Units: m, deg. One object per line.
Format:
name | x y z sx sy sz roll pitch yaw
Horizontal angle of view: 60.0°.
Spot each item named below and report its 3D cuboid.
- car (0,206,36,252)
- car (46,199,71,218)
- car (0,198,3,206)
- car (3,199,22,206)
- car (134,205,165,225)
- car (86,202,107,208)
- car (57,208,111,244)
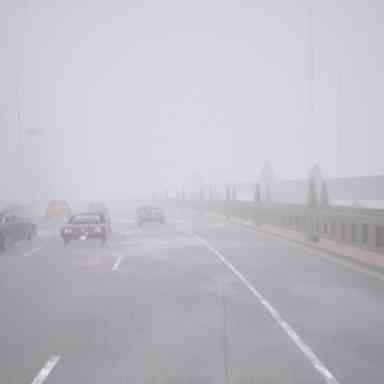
car | -8.241 1.579 14.239 2.128 1.511 4.902 0 0 -8
car | -12.815 1.530 32.102 2.097 1.767 4.553 0 0 -19
car | -36.215 1.958 62.138 1.837 1.490 4.892 0 0 -22
car | -30.243 1.940 56.736 2.033 1.411 5.357 0 0 -22
car | -3.222 1.638 24.833 2.033 1.411 5.357 0 0 -14
car | -9.711 1.708 34.059 2.033 1.411 5.357 0 0 -20
car | -5.035 1.677 16.429 1.895 1.301 4.718 0 0 -10
